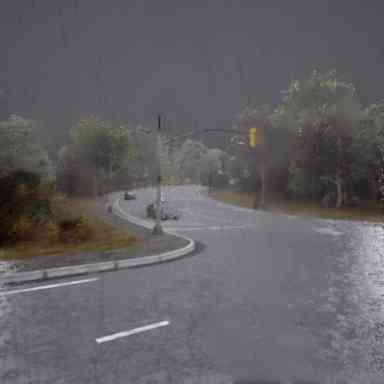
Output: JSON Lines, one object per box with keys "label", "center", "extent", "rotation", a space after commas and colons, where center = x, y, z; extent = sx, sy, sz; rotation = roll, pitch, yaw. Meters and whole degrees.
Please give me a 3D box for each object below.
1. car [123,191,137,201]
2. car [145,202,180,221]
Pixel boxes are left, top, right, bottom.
{"label": "car", "center": [-9.641, 0.568, 51.753], "extent": [1.882, 1.535, 5.008], "rotation": [1, 3, -10]}
{"label": "car", "center": [-2.474, 1.585, 27.260], "extent": [1.837, 1.490, 4.892], "rotation": [0, 1, -22]}
